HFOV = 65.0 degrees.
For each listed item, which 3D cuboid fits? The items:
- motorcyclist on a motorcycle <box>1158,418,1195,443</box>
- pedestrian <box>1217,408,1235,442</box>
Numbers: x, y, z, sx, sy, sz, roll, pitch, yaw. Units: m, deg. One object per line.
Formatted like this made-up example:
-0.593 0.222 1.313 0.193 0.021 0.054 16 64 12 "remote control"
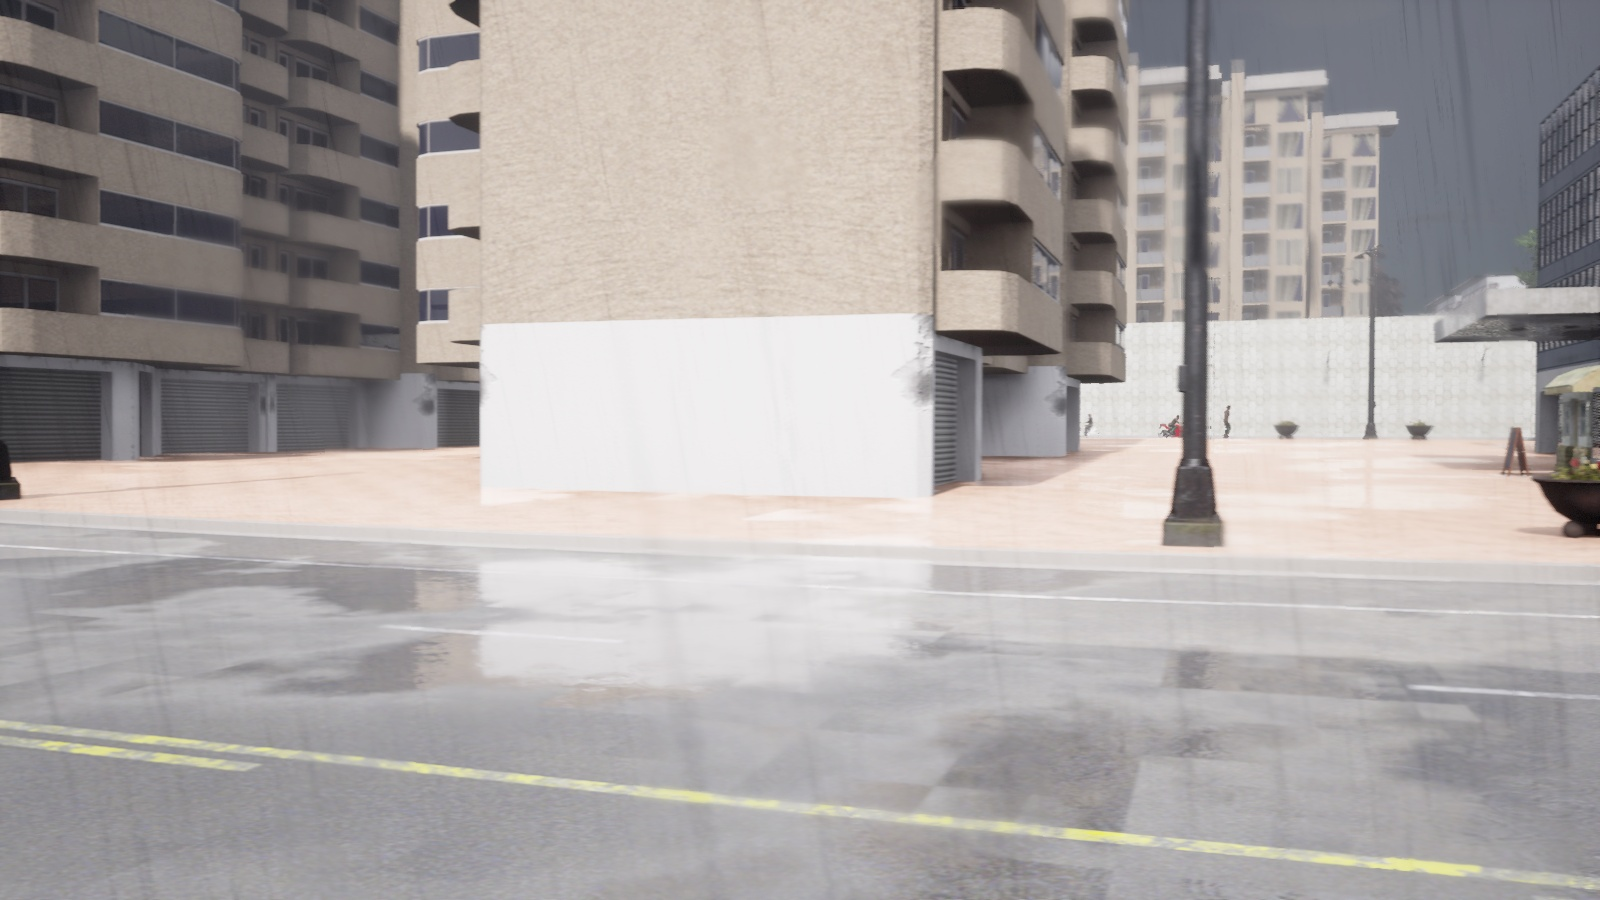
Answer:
22.668 -1.179 75.592 2.044 1.523 0.797 1 1 20 "motorcyclist on a motorcycle"
23.346 -1.371 68.757 0.869 1.805 0.328 1 1 29 "pedestrian"
